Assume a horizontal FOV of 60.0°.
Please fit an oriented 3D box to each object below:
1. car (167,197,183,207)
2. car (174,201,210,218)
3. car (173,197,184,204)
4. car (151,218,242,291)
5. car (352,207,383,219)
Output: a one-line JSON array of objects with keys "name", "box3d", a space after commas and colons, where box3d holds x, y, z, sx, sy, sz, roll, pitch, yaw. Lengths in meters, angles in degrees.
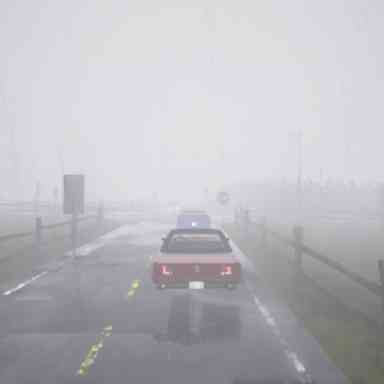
[{"name": "car", "box3d": [-2.819, 1.675, 53.237, 1.994, 1.385, 4.181, 0, 0, 0]}, {"name": "car", "box3d": [0.012, 1.513, 19.801, 1.882, 1.535, 5.008, 0, 0, -2]}, {"name": "car", "box3d": [-2.738, 1.700, 68.789, 2.033, 1.411, 5.357, 0, 0, 0]}, {"name": "car", "box3d": [0.102, 1.616, 8.991, 1.895, 1.301, 4.718, 0, 0, 0]}, {"name": "car", "box3d": [18.782, 2.145, 33.447, 4.718, 1.301, 1.895, 1, -1, 0]}]
